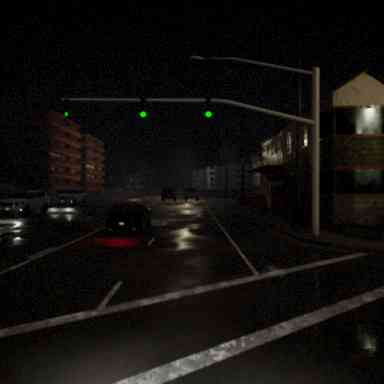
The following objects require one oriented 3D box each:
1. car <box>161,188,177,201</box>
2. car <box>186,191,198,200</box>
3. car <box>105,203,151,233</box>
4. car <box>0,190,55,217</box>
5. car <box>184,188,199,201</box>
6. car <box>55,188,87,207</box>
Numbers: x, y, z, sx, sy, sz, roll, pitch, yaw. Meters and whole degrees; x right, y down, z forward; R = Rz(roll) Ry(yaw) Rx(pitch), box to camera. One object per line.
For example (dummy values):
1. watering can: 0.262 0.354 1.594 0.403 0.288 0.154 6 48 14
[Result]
1. car: -3.545 0.357 51.066 2.150 2.045 5.566 0 0 0
2. car: -0.055 0.639 61.767 2.128 1.511 4.902 0 -1 0
3. car: -3.414 1.331 18.542 1.882 1.535 5.008 0 1 0
4. car: -14.043 0.867 28.051 2.150 2.045 5.566 0 2 0
5. car: -0.045 0.356 51.367 2.150 2.045 5.566 0 0 0
6. car: -14.034 0.559 38.787 2.150 2.045 5.566 0 2 0
